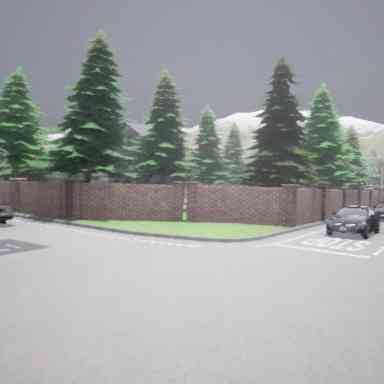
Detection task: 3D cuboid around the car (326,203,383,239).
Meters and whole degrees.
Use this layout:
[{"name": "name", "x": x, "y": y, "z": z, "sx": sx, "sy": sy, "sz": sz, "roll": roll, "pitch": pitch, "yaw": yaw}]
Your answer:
[{"name": "car", "x": 8.461, "y": 1.455, "z": 17.244, "sx": 1.812, "sy": 1.442, "sz": 4.674, "roll": 2, "pitch": 1, "yaw": 38}]

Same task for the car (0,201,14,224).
[{"name": "car", "x": -10.854, "y": 0.835, "z": 16.690, "sx": 5.357, "sy": 1.411, "sz": 2.033, "roll": 2, "pitch": 1, "yaw": 40}]
